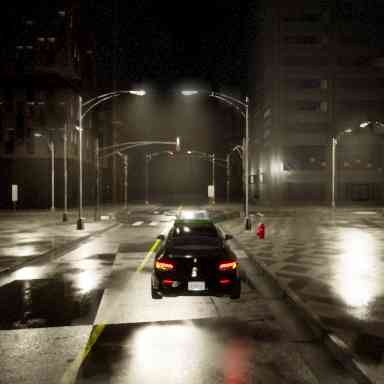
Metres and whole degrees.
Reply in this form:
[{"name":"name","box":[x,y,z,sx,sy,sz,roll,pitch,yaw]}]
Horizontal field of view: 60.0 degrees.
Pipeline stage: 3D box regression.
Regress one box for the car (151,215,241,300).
[{"name":"car","box":[0.077,1.523,8.282,1.812,1.442,4.674,0,0,0]}]

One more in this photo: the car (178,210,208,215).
[{"name":"car","box":[0.059,1.594,17.307,1.895,1.301,4.718,0,0,0]}]
